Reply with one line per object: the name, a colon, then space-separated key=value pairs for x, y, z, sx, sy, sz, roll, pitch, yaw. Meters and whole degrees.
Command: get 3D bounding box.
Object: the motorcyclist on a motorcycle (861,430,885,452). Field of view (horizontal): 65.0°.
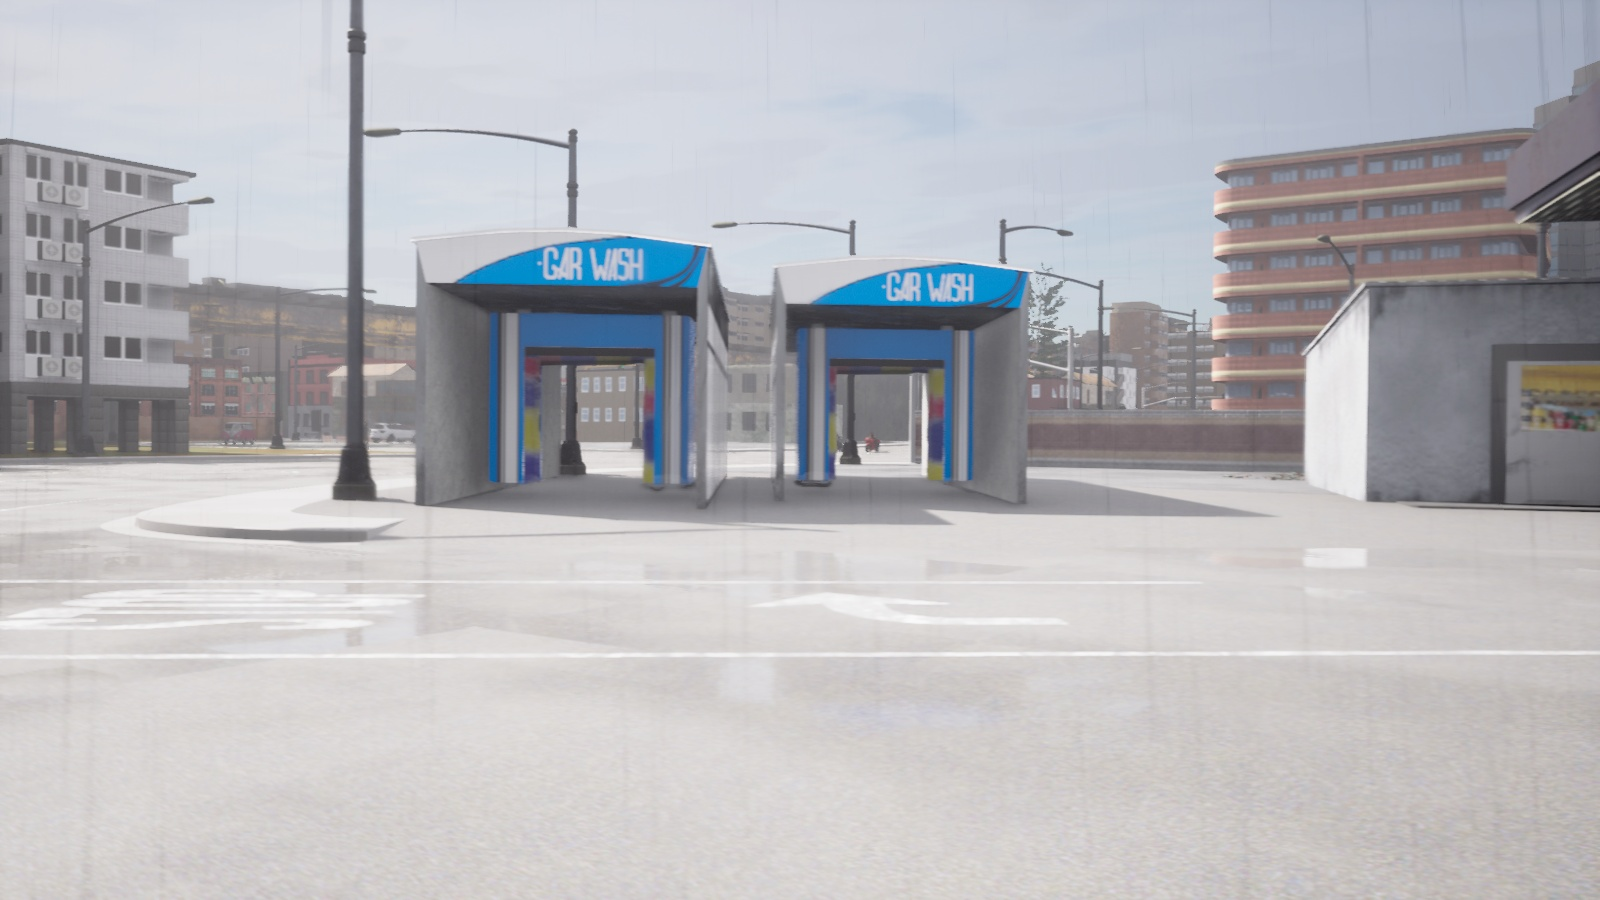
motorcyclist on a motorcycle: x=5.182 y=-0.674 z=89.339 sx=0.797 sy=1.523 sz=2.044 roll=0 pitch=2 yaw=32
